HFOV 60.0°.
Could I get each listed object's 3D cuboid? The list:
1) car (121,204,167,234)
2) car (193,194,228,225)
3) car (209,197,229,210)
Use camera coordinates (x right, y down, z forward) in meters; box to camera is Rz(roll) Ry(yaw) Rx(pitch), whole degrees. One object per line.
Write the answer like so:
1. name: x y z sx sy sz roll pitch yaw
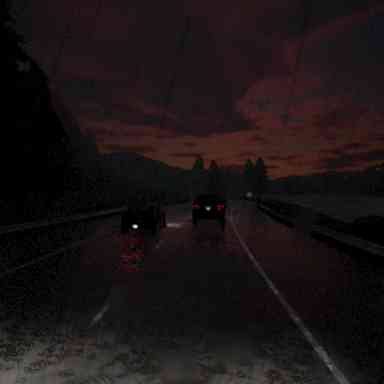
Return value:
1. car: -2.634 1.442 18.893 1.837 1.490 4.892 0 0 4
2. car: 1.273 1.147 23.851 2.150 2.045 5.566 0 0 5
3. car: 3.485 1.416 41.855 2.033 1.411 5.357 0 0 9
